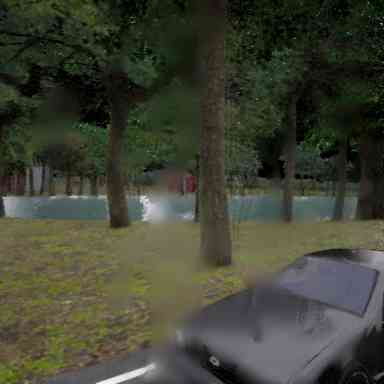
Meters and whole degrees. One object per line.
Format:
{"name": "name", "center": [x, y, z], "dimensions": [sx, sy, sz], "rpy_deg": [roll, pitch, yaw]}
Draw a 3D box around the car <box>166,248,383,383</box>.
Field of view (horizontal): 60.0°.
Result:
{"name": "car", "center": [2.327, 1.574, 4.729], "dimensions": [5.357, 1.411, 2.033], "rpy_deg": [0, 0, -35]}
